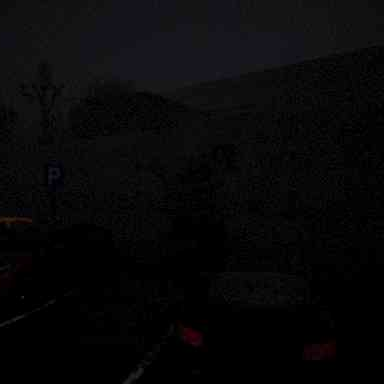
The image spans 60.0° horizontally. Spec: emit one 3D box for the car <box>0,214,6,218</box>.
[{"bbox_3d":[-6.238,1.458,10.036,1.946,1.575,5.366,1,0,15],"label":"car"}]

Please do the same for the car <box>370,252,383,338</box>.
[{"bbox_3d":[3.531,1.240,3.316,2.435,2.045,5.566,0,-1,15],"label":"car"}]

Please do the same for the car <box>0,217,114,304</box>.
[{"bbox_3d":[-3.771,1.506,8.454,2.163,1.488,4.792,1,0,16],"label":"car"}]

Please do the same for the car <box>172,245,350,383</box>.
[{"bbox_3d":[1.092,1.529,5.014,2.002,1.452,4.674,0,-1,15],"label":"car"}]
